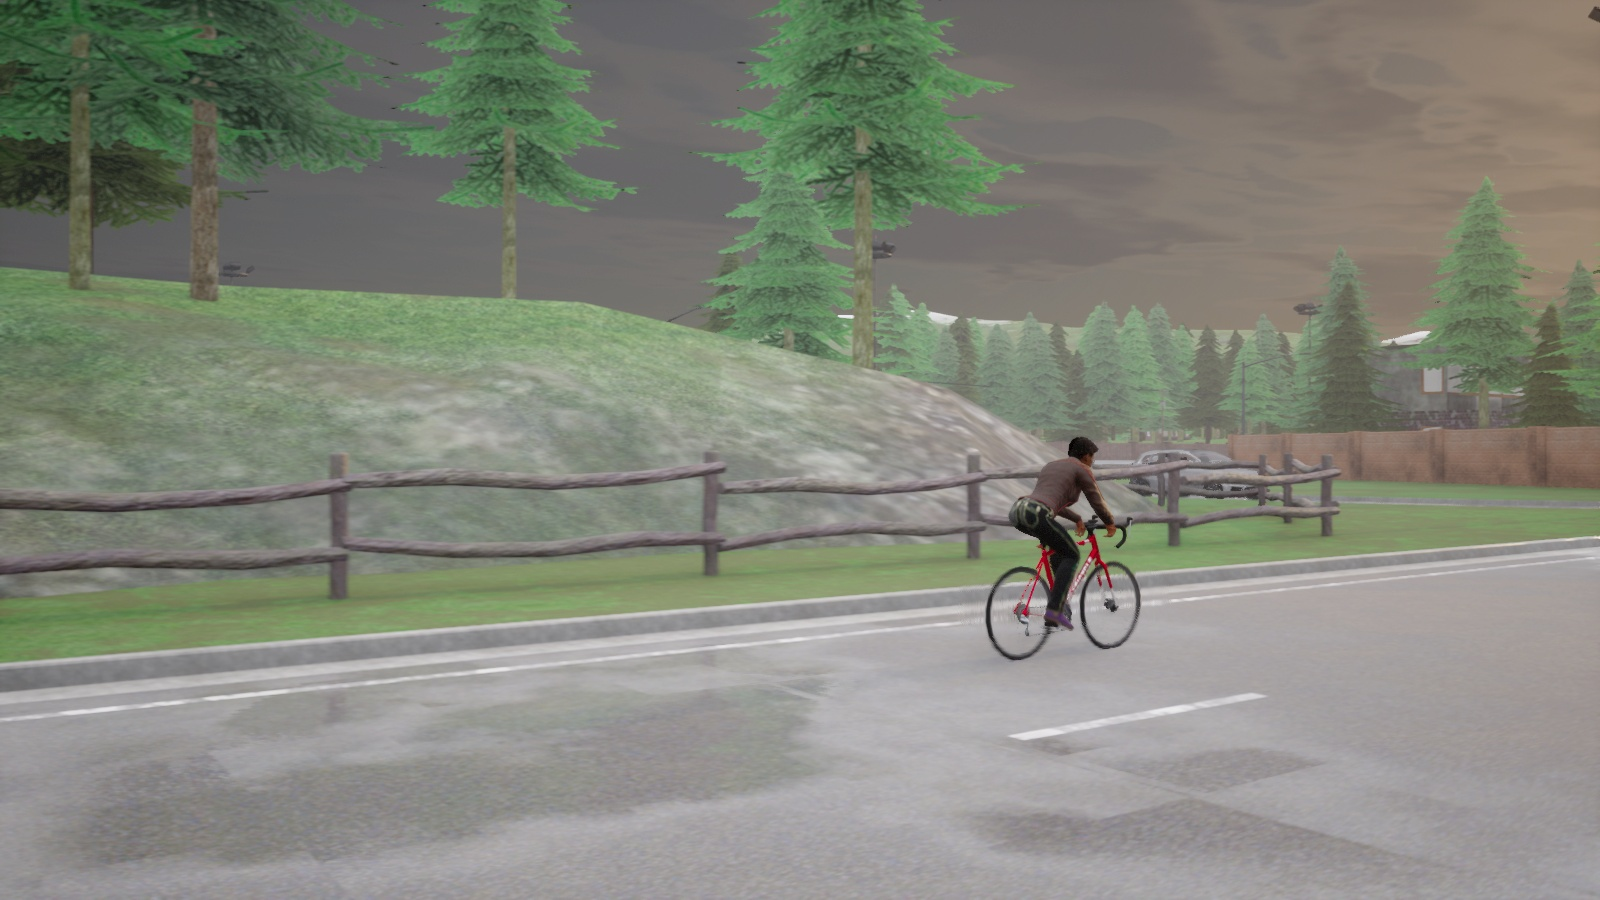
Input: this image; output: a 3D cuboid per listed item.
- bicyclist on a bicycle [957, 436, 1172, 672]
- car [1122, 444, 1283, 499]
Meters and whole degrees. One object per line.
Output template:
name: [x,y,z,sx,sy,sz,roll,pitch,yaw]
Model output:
bicyclist on a bicycle: [1.981,0.716,9.318,1.656,1.620,0.582,0,0,-35]
car: [12.990,0.661,40.809,2.242,1.667,4.611,0,0,-32]
